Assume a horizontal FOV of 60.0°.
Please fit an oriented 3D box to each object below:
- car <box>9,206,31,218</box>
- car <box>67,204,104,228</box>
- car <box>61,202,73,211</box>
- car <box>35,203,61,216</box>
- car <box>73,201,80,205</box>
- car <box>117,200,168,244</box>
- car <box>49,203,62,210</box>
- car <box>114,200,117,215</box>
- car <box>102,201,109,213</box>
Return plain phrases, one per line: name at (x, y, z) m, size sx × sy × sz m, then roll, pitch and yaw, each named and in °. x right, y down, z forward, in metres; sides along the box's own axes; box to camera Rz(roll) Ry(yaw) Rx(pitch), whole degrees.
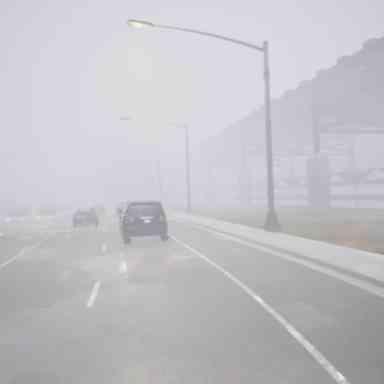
car at (-24.271, 2.732, 47.112) m, size 1.882 × 1.535 × 5.008 m, roll -2°, pitch 0°, yaw -13°
car at (-8.575, 2.028, 27.232) m, size 2.128 × 1.511 × 4.902 m, roll -2°, pitch 0°, yaw -13°
car at (-24.565, 3.003, 63.598) m, size 1.895 × 1.301 × 4.718 m, roll -2°, pitch 0°, yaw -13°
car at (-21.095, 2.637, 48.880) m, size 1.882 × 1.535 × 5.008 m, roll -2°, pitch 0°, yaw -13°
car at (-28.048, 3.147, 78.150) m, size 1.837 × 1.490 × 4.892 m, roll -2°, pitch 0°, yaw -13°
car at (-2.699, 1.473, 17.879) m, size 2.150 × 2.045 × 5.566 m, roll -2°, pitch 0°, yaw -14°
car at (-31.123, 3.240, 75.970) m, size 1.837 × 1.490 × 4.892 m, roll -2°, pitch 0°, yaw -13°
car at (-8.091, 1.983, 40.237) m, size 2.097 × 1.767 × 4.553 m, roll -2°, pitch -1°, yaw -13°
car at (-14.020, 2.487, 50.002) m, size 1.994 × 1.385 × 4.181 m, roll -2°, pitch 0°, yaw -13°
